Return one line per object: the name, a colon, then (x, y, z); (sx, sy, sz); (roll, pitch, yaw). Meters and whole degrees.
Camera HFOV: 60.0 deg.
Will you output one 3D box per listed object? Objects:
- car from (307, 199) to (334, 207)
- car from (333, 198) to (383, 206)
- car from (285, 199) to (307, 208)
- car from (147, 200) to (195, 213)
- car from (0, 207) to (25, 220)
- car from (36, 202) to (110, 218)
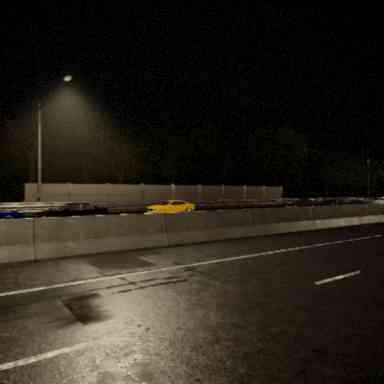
car: (15.096, 1.543, 36.251); (4.892, 1.490, 1.837); (0, 0, -35)
car: (16.770, 1.579, 33.150); (5.357, 1.411, 2.033); (0, 0, -35)
car: (12.874, 1.569, 38.964); (4.674, 1.442, 1.812); (0, 0, -35)
car: (-2.011, 1.523, 32.540); (5.008, 1.535, 1.882); (0, 0, -37)
car: (-14.330, 1.645, 22.955); (4.718, 1.301, 1.895); (0, 0, -38)
car: (-8.431, 1.517, 23.757); (5.008, 1.535, 1.882); (0, 0, -35)
